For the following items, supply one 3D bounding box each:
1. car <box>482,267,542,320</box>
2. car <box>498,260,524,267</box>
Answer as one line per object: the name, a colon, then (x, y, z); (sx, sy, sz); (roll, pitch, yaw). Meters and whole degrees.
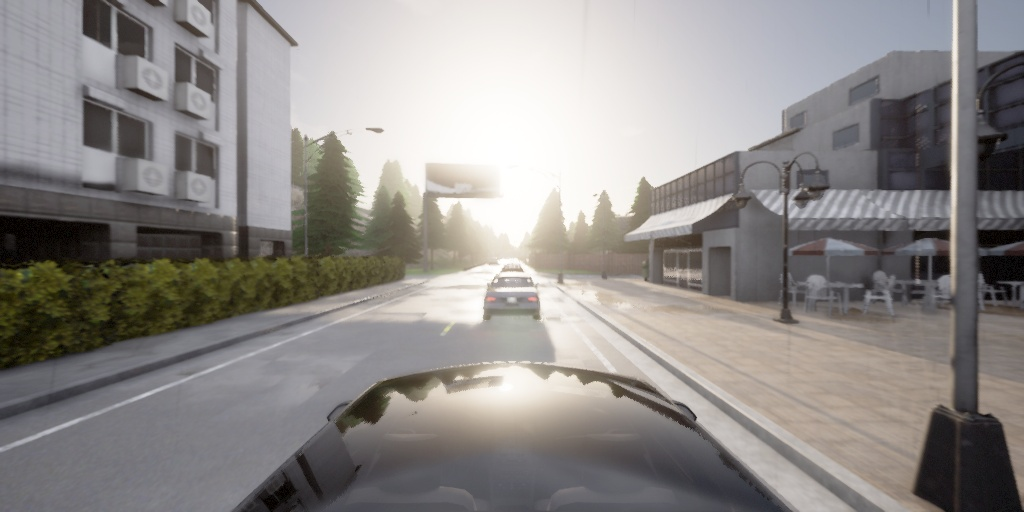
car: (0.021, 1.275, 12.564); (2.033, 1.411, 5.357); (0, 0, 1)
car: (0.052, 1.303, 30.991); (1.882, 1.535, 5.008); (0, 0, 0)
